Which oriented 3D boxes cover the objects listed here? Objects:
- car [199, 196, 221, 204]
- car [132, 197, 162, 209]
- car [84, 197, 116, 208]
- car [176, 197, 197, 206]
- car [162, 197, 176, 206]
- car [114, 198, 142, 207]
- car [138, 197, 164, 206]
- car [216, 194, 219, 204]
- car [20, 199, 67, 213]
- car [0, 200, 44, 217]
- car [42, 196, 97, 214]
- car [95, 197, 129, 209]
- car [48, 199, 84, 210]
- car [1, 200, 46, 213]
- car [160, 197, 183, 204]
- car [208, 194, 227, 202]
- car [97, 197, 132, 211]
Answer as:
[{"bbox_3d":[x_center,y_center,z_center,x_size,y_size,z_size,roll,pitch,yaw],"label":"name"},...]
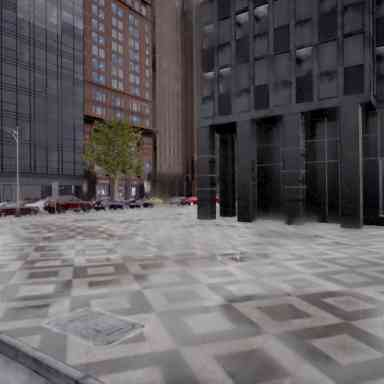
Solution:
[{"bbox_3d":[3.436,1.456,62.662,1.812,1.442,4.674,-1,0,35],"label":"car"},{"bbox_3d":[-6.396,1.508,43.747,1.947,1.339,4.313,-1,0,35],"label":"car"},{"bbox_3d":[-13.407,1.483,48.598,1.967,1.590,4.097,-1,0,35],"label":"car"},{"bbox_3d":[0.016,1.461,53.024,1.887,1.381,4.507,-1,0,35],"label":"car"},{"bbox_3d":[-1.992,1.494,54.717,2.033,1.411,5.357,-1,0,35],"label":"car"},{"bbox_3d":[-10.199,1.611,53.237,1.802,1.307,4.206,-1,0,35],"label":"car"},{"bbox_3d":[-7.089,1.543,57.736,1.752,1.417,4.829,-1,0,35],"label":"car"},{"bbox_3d":[3.221,1.221,57.664,2.192,1.841,5.009,-1,0,35],"label":"car"},{"bbox_3d":[-17.050,1.566,38.482,1.812,1.442,4.674,-1,0,34],"label":"car"},{"bbox_3d":[-16.015,1.575,29.832,1.802,1.307,4.206,-1,0,35],"label":"car"},{"bbox_3d":[-12.811,1.289,34.472,2.192,1.841,5.009,-1,0,35],"label":"car"},{"bbox_3d":[-11.191,1.536,46.947,1.812,1.442,4.674,-1,0,35],"label":"car"},{"bbox_3d":[-16.612,1.641,43.960,1.802,1.307,4.206,-1,0,35],"label":"car"},{"bbox_3d":[-19.819,1.641,39.321,1.947,1.339,4.313,-1,0,35],"label":"car"},{"bbox_3d":[-3.785,1.573,62.516,1.947,1.339,4.313,-1,0,35],"label":"car"},{"bbox_3d":[5.833,1.295,76.433,2.192,1.841,5.009,-1,0,35],"label":"car"},{"bbox_3d":[-9.602,1.524,39.109,1.947,1.339,4.313,-1,0,35],"label":"car"}]
